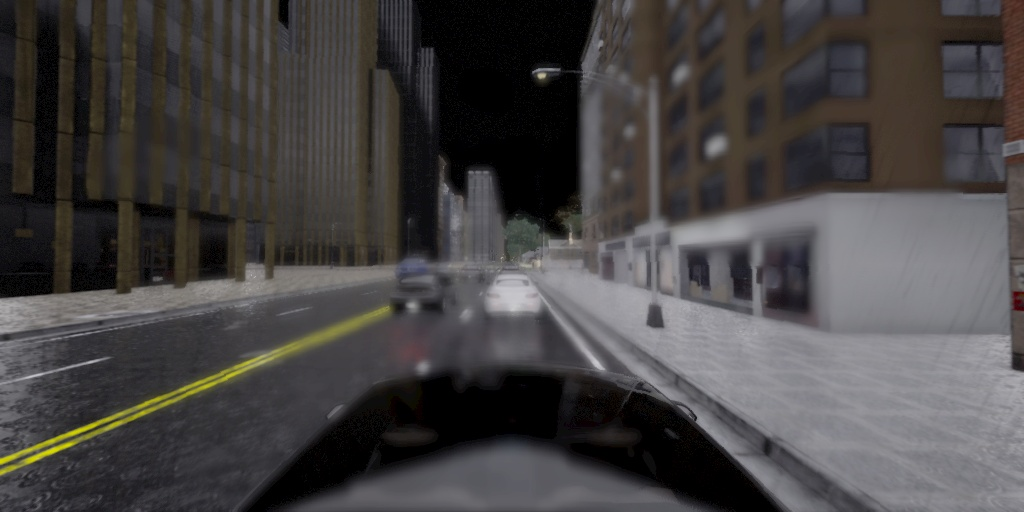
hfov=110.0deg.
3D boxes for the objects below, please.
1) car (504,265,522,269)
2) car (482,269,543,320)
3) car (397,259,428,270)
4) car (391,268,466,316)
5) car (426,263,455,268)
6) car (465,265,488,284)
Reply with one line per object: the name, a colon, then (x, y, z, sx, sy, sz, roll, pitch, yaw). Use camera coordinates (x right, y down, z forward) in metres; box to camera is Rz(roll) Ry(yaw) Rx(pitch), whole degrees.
car: (0.091, 1.531, 30.579, 2.128, 1.511, 4.902, 0, -1, 0)
car: (0.085, 1.392, 13.055, 1.812, 1.442, 4.674, 0, 0, 0)
car: (-9.845, 1.315, 36.239, 2.150, 2.045, 5.566, 0, -1, 0)
car: (-3.162, 1.381, 13.940, 1.837, 1.490, 4.892, 0, -1, 0)
car: (-6.595, 1.575, 35.207, 2.128, 1.511, 4.902, 0, -1, 0)
car: (-3.158, 1.531, 30.582, 2.128, 1.511, 4.902, 0, -1, 0)
